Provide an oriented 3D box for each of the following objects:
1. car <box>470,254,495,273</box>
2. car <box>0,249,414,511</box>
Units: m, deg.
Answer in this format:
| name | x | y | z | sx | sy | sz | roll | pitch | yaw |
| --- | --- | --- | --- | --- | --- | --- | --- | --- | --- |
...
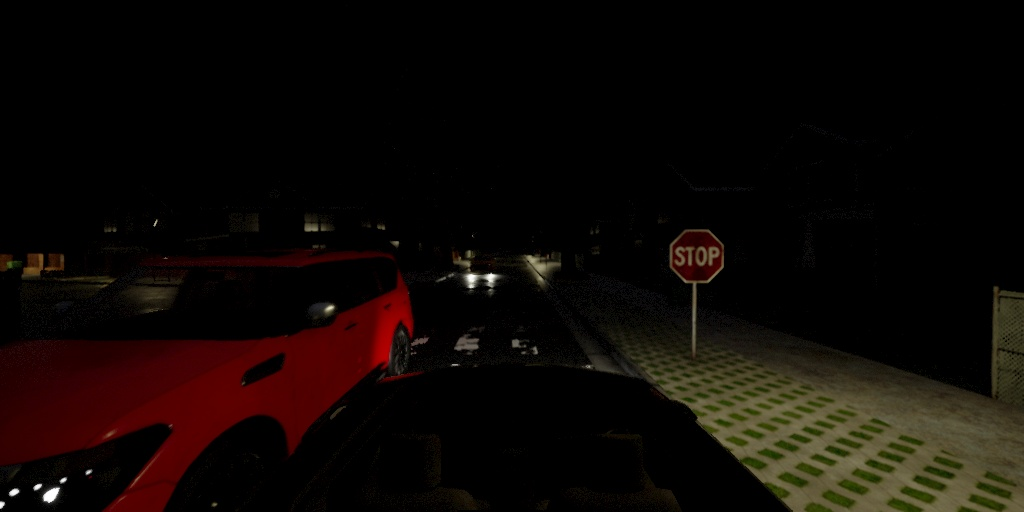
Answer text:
| name | x | y | z | sx | sy | sz | roll | pitch | yaw |
| --- | --- | --- | --- | --- | --- | --- | --- | --- | --- |
| car | -2.474 | 0.604 | 30.845 | 1.882 | 1.535 | 5.008 | 0 | 2 | 1 |
| car | -2.734 | 0.941 | 3.904 | 2.150 | 2.045 | 5.566 | 0 | 1 | 0 |
